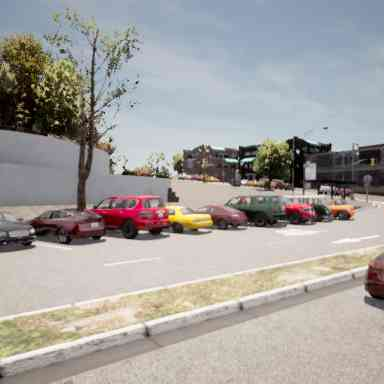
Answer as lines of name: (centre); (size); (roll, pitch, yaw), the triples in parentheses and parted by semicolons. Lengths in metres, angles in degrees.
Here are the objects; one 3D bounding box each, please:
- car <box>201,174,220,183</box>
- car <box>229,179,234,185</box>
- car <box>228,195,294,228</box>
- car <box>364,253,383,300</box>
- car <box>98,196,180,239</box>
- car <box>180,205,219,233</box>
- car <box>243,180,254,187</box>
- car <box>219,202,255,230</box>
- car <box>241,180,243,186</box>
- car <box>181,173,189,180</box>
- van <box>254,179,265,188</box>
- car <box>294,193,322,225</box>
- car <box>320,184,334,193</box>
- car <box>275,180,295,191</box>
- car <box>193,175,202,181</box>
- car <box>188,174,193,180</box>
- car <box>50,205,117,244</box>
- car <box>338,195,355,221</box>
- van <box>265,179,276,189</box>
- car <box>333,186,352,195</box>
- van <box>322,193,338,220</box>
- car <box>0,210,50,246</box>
car: (5.358, -3.203, 86.125); (1.946, 1.575, 5.366); (7, 3, 34)
car: (10.462, -2.344, 78.614); (2.002, 1.452, 4.674); (7, 3, 35)
car: (3.637, 1.254, 22.793); (5.566, 2.045, 2.435); (-1, -1, 35)
car: (5.588, 1.569, 7.121); (4.181, 1.385, 1.994); (0, 0, -34)
car: (-3.718, 1.245, 17.582); (5.566, 2.045, 2.435); (-1, -1, 35)
car: (-1.398, 1.498, 19.409); (5.366, 1.575, 1.946); (-1, -1, 35)
car: (14.035, -1.839, 73.831); (1.946, 1.575, 5.366); (7, 3, 35)
car: (1.209, 1.542, 21.036); (4.674, 1.452, 2.002); (-1, -1, 35)
car: (12.204, -2.071, 76.151); (2.002, 1.452, 4.674); (7, 4, 35)
car: (-0.015, -4.112, 93.322); (2.185, 1.767, 4.553); (4, 1, 33)
van: (15.609, -1.791, 71.099); (1.878, 1.987, 4.442); (7, 4, 35)
car: (6.151, 1.257, 24.497); (5.566, 2.045, 2.435); (-1, -1, 35)
car: (24.306, -0.454, 58.878); (2.435, 2.045, 5.566); (7, 3, 35)
car: (19.097, -1.020, 66.265); (2.231, 1.521, 4.892); (7, 3, 35)
car: (3.508, -3.726, 88.385); (2.435, 2.045, 5.566); (7, 4, 34)
car: (1.714, -3.877, 90.851); (2.185, 1.767, 4.553); (6, 3, 34)
car: (-6.163, 1.522, 15.838); (4.792, 1.488, 2.163); (-1, -1, 35)
car: (11.099, 1.390, 27.916); (4.553, 1.767, 2.185); (-1, -1, 35)
van: (17.337, -1.518, 68.627); (1.878, 1.987, 4.442); (7, 4, 35)
car: (25.996, 0.109, 56.405); (2.002, 1.452, 4.674); (7, 3, 35)
van: (8.690, 1.285, 26.167); (4.442, 1.987, 1.878); (-1, -1, 35)
car: (-8.583, 1.493, 14.092); (4.892, 1.521, 2.231); (-1, -1, 35)
